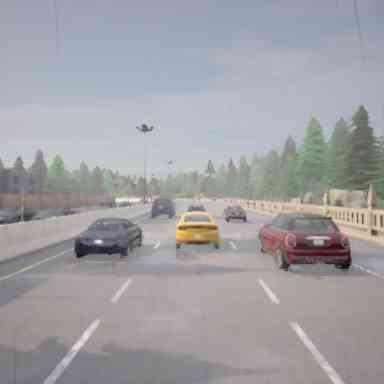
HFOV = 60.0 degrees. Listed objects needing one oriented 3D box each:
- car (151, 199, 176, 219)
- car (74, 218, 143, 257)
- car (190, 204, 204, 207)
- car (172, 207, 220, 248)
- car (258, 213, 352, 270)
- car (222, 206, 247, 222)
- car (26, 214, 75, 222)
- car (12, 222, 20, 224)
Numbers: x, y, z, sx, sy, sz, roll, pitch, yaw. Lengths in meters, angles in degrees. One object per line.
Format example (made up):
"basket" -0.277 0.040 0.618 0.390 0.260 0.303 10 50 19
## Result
"car" -3.015 1.708 35.493 2.150 2.045 5.566 0 -1 1
"car" -3.271 1.752 13.736 1.994 1.385 4.181 0 -1 1
"car" 0.490 1.990 36.018 2.128 1.511 4.902 0 -1 1
"car" 0.259 1.700 16.028 1.882 1.535 5.008 0 -1 1
"car" 3.706 1.519 11.788 2.097 1.767 4.553 0 -1 1
"car" 3.933 1.981 31.120 2.033 1.411 5.357 0 -1 1
"car" -10.331 1.890 25.493 2.033 1.411 5.357 0 -1 1
"car" -13.823 1.839 26.115 2.128 1.511 4.902 0 -1 1
